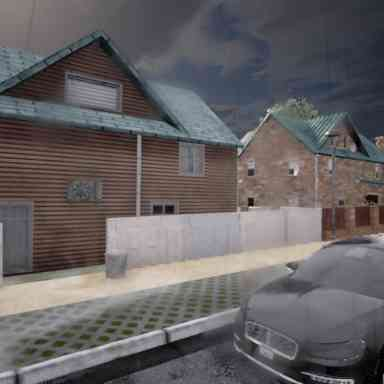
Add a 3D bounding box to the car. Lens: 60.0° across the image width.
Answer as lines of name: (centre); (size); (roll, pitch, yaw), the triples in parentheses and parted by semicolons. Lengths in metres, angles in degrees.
car: (2.793, 1.505, 5.064); (4.892, 1.490, 1.837); (0, 0, -35)
